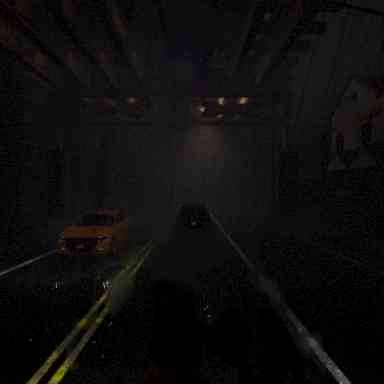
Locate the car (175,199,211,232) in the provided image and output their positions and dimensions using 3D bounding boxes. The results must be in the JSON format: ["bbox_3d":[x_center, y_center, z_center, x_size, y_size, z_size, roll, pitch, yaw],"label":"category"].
[{"bbox_3d":[0.102,1.461,19.859,1.882,1.535,5.008,0,1,0],"label":"car"}]

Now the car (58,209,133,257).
[{"bbox_3d":[-3.600,1.476,13.168,1.882,1.535,5.008,0,0,0],"label":"car"}]

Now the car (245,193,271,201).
[{"bbox_3d":[13.596,0.973,68.287,4.974,1.542,2.038,0,1,25],"label":"car"}]

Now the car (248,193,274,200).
[{"bbox_3d":[13.318,0.862,64.145,4.536,1.218,1.853,0,1,-20],"label":"car"}]

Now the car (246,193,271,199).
[{"bbox_3d":[13.643,0.816,68.264,4.536,1.218,1.853,0,1,25],"label":"car"}]

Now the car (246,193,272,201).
[{"bbox_3d":[13.269,1.019,64.128,4.974,1.542,2.038,0,1,-20],"label":"car"}]

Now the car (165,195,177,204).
[{"bbox_3d":[-3.494,1.253,56.366,2.033,1.411,5.357,0,1,0],"label":"car"}]
